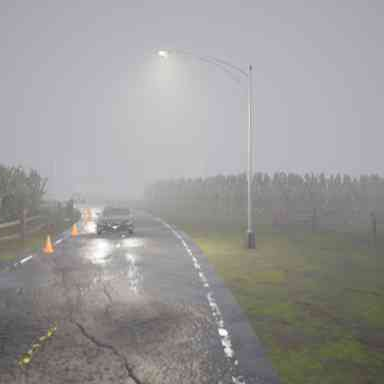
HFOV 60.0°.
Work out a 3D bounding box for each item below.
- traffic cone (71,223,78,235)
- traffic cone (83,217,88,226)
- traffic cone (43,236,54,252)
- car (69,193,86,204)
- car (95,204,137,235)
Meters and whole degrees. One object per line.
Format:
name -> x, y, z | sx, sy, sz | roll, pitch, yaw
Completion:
traffic cone -> -6.065, 1.918, 17.221 | 0.340, 0.580, 0.340 | 0, 0, -10
traffic cone -> -7.013, 1.909, 22.008 | 0.340, 0.580, 0.340 | 0, 0, -13
traffic cone -> -5.352, 1.927, 12.395 | 0.340, 0.580, 0.340 | 0, 0, -7
car -> -20.483, 1.111, 59.049 | 2.150, 2.045, 5.566 | 0, 0, -25
car -> -4.182, 1.466, 18.497 | 1.837, 1.490, 4.892 | 0, 0, -11
